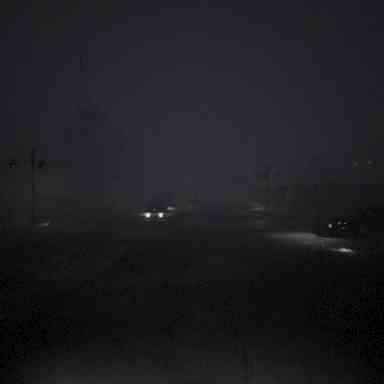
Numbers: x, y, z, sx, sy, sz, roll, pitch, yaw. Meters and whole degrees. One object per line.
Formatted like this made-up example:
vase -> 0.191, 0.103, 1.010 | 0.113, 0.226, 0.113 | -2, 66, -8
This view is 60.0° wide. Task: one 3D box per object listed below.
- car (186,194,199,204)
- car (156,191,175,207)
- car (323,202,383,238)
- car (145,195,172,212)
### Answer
car -> 0.106, 1.105, 51.244 | 2.128, 1.511, 4.902 | 0, 0, 0
car -> -3.557, 0.882, 45.122 | 2.150, 2.045, 5.566 | 0, 0, 0
car -> 8.671, 1.290, 16.063 | 4.892, 1.490, 1.837 | 0, -1, -17
car -> -3.584, 1.287, 34.550 | 2.033, 1.411, 5.357 | 0, 0, 0
